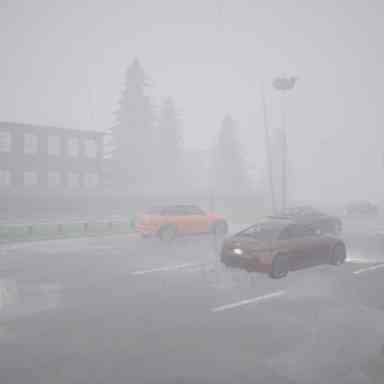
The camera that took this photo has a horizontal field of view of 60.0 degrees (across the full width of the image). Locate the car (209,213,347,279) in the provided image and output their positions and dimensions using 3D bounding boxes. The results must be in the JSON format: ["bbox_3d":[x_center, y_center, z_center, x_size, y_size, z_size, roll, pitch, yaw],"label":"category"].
[{"bbox_3d":[2.852,1.567,10.130,4.181,1.385,1.994,0,0,-36],"label":"car"}]

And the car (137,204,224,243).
[{"bbox_3d":[-0.346,1.356,16.464,4.553,1.767,2.097,0,0,-36],"label":"car"}]

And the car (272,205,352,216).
[{"bbox_3d":[5.681,1.498,16.706,4.902,1.511,2.128,0,0,-39],"label":"car"}]

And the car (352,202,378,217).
[{"bbox_3d":[16.383,1.614,31.868,1.895,1.301,4.718,0,0,39],"label":"car"}]
